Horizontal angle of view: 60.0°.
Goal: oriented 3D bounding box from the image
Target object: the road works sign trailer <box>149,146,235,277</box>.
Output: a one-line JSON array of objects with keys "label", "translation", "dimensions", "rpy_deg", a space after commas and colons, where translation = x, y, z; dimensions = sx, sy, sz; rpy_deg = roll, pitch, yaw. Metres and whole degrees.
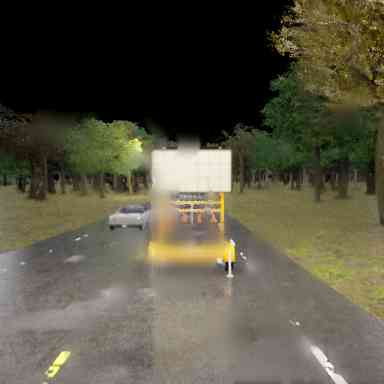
[{"label": "road works sign trailer", "translation": [0.000, 0.430, 10.087], "dimensions": [2.380, 3.560, 2.880], "rpy_deg": [0, 0, 0]}]

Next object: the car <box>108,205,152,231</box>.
[{"label": "car", "translation": [-3.601, 1.480, 19.973], "dimensions": [1.895, 1.301, 4.718], "rpy_deg": [0, 1, 0]}]

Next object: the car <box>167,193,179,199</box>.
[{"label": "car", "translation": [-3.551, 0.292, 62.650], "dimensions": [2.097, 1.767, 4.553], "rpy_deg": [0, 2, 0]}]
